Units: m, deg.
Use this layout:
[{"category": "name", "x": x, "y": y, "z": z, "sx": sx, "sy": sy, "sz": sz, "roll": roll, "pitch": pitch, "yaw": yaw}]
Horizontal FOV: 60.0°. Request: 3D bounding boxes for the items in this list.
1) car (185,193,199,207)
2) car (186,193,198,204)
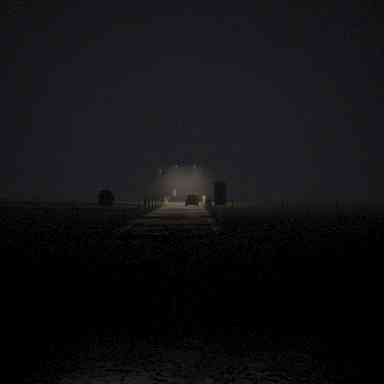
[{"category": "car", "x": -0.011, "y": 1.377, "z": 53.343, "sx": 2.097, "sy": 1.767, "sz": 4.553, "roll": 0, "pitch": 0, "yaw": 0}, {"category": "car", "x": -0.014, "y": 1.252, "z": 63.409, "sx": 2.150, "sy": 2.045, "sz": 5.566, "roll": 0, "pitch": 0, "yaw": 0}]
